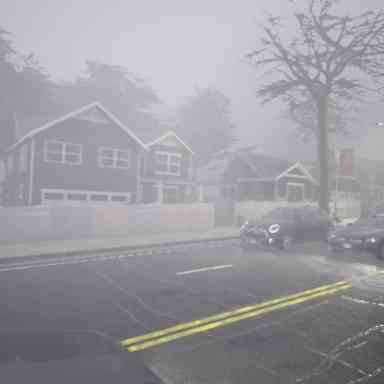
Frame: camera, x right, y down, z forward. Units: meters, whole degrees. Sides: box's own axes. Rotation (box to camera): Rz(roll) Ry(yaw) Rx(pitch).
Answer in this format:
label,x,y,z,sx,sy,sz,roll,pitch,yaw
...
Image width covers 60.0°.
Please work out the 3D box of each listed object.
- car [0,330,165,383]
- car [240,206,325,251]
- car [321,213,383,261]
label,x,y,z,sx,sy,sz,roll,pitch,yaw
car,-2.597,1.536,1.585,5.357,1.411,2.033,1,0,-36
car,4.278,1.431,14.726,4.553,1.767,2.097,0,0,-36
car,7.274,1.611,12.871,4.674,1.442,1.812,0,0,-36
